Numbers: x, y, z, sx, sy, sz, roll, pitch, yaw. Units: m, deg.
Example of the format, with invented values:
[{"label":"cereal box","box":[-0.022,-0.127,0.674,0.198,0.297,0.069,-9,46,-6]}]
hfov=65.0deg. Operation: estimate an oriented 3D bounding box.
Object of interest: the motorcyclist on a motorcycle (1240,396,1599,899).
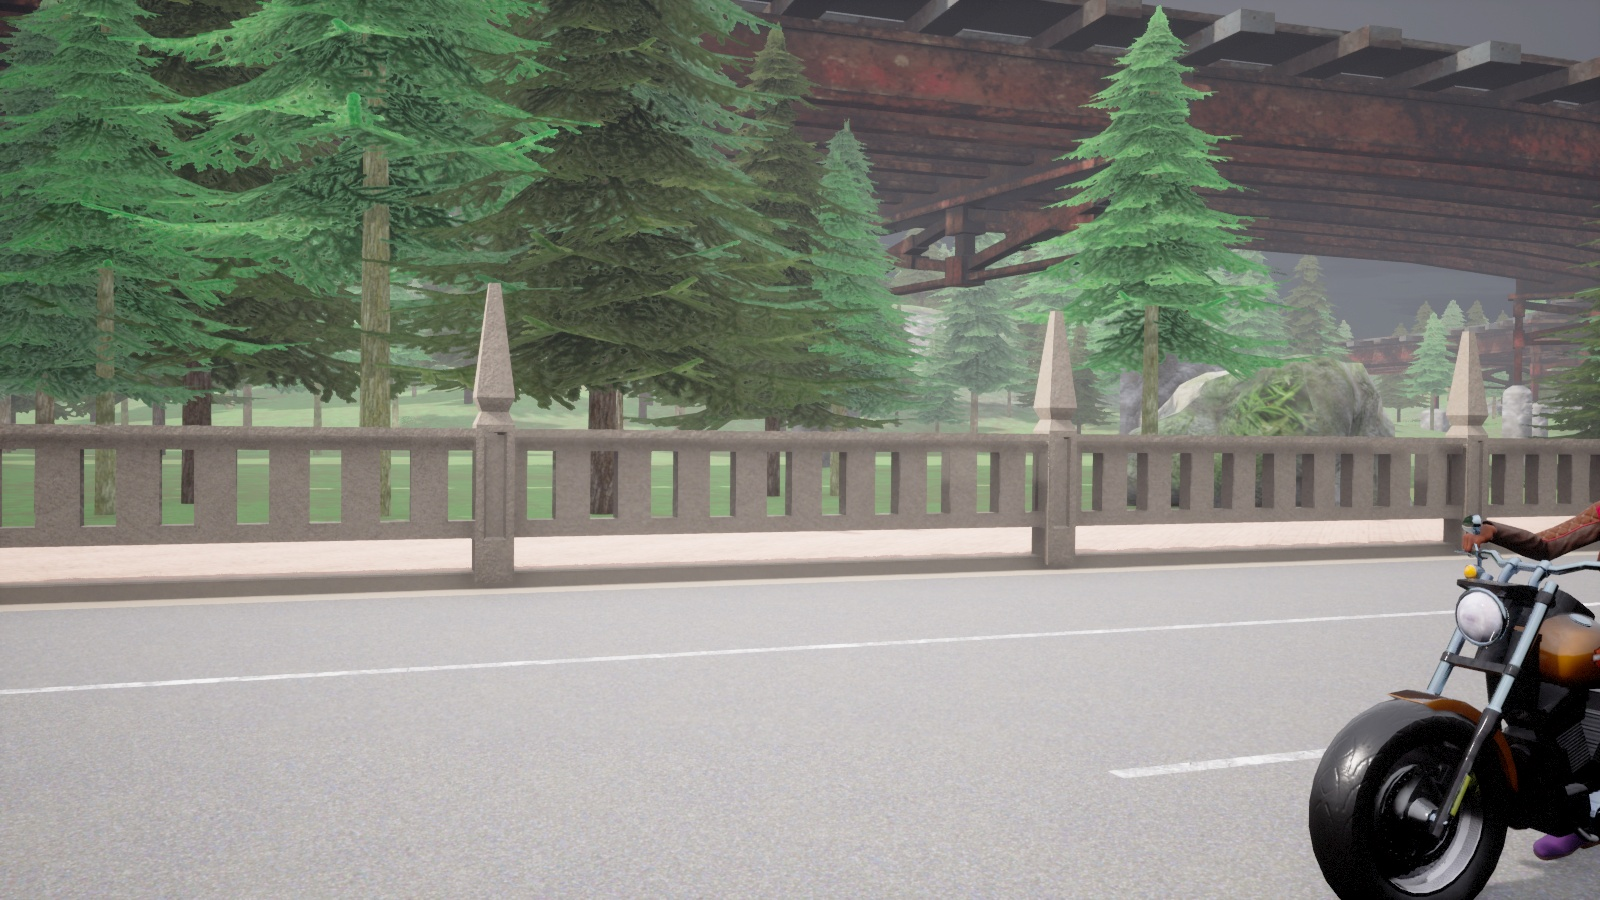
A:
[{"label":"motorcyclist on a motorcycle","box":[2.716,0.650,4.271,2.350,1.649,0.766,-1,1,-21]}]
